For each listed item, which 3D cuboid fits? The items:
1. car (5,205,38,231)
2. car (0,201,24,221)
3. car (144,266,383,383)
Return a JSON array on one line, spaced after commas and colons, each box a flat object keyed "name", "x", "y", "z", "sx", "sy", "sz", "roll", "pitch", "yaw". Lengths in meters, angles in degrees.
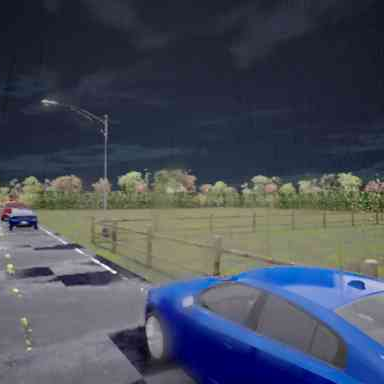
[{"name": "car", "x": -13.129, "y": 2.058, "z": 25.695, "sx": 1.882, "sy": 1.535, "sz": 5.008, "roll": 1, "pitch": -2, "yaw": -30}, {"name": "car", "x": -19.106, "y": 2.008, "z": 35.563, "sx": 2.150, "sy": 2.045, "sz": 5.566, "roll": 1, "pitch": -1, "yaw": -31}, {"name": "car", "x": 1.089, "y": 1.594, "z": 3.749, "sx": 1.882, "sy": 1.535, "sz": 5.008, "roll": 1, "pitch": -2, "yaw": -31}]
